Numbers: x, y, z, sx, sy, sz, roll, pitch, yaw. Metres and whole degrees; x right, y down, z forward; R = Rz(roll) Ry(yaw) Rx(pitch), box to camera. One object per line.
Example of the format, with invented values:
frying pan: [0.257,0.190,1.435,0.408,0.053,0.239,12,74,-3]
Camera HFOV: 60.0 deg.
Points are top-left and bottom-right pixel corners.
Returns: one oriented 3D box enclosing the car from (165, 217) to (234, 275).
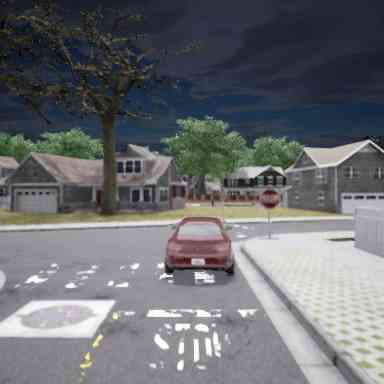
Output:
car: [0.289,1.492,10.254,1.812,1.442,4.674,0,0,3]
